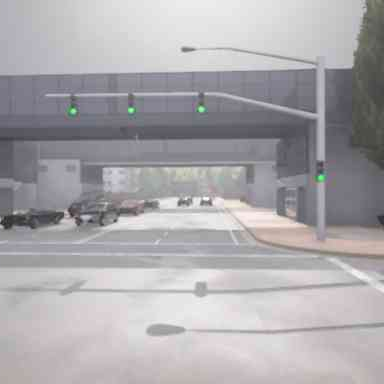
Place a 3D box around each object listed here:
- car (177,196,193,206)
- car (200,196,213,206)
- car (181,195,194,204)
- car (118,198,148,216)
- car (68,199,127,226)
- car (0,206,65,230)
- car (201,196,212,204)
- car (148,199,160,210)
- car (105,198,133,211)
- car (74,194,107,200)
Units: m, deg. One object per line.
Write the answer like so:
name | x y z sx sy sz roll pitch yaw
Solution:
car | -1.288 1.478 52.190 2.033 1.411 5.357 0 0 3
car | 2.279 1.484 53.329 1.994 1.385 4.181 0 0 3
car | -0.765 1.407 61.864 2.128 1.511 4.902 0 0 3
car | -5.941 1.446 32.617 1.882 1.535 5.008 0 0 3
car | -6.445 1.475 23.125 2.128 1.511 4.902 0 0 4
car | -10.060 1.595 21.336 1.895 1.301 4.718 0 0 3
car | 2.726 1.472 61.603 1.994 1.385 4.181 0 0 3
car | -5.388 1.554 42.724 1.895 1.301 4.718 0 0 3
car | -8.962 1.511 41.532 2.033 1.411 5.357 0 0 3
car | -9.523 1.201 31.086 2.150 2.045 5.566 0 0 3
